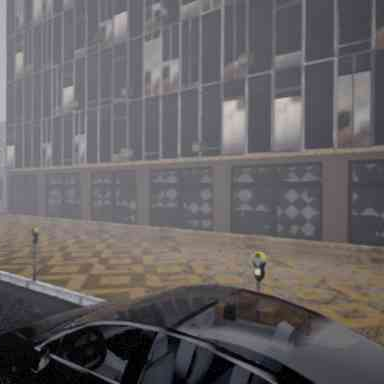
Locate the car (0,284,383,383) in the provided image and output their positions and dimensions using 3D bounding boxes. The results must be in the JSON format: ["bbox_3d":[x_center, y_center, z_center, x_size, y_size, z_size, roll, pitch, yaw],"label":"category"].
[{"bbox_3d":[-0.185,1.569,2.999,4.313,1.339,1.947,0,0,36],"label":"car"}]
